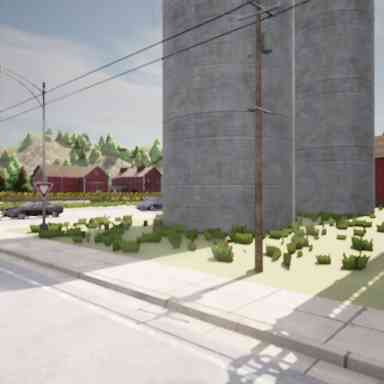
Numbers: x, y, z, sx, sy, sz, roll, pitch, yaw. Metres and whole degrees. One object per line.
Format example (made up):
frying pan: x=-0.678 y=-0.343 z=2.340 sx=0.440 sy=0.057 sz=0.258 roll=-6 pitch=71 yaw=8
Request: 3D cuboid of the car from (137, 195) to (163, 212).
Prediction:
car: x=-4.368 y=1.424 z=39.512 sx=2.097 sy=1.767 sz=4.553 roll=0 pitch=0 yaw=41

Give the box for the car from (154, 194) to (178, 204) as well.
car: x=-5.140 y=1.425 z=64.781 sx=4.605 sy=1.855 sz=1.932 roll=0 pitch=0 yaw=42

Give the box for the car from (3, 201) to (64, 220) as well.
car: x=-13.673 y=1.558 z=28.961 sx=2.128 sy=1.511 sz=4.902 roll=0 pitch=0 yaw=41

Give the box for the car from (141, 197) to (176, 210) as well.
car: x=-4.579 y=1.563 z=45.498 sx=4.611 sy=1.667 sz=2.242 roll=0 pitch=0 yaw=42
